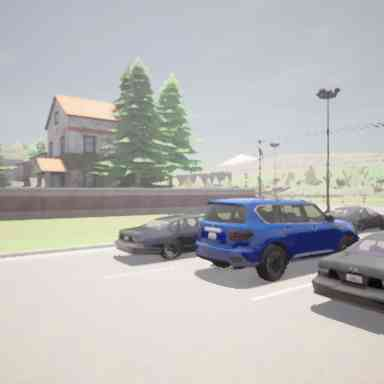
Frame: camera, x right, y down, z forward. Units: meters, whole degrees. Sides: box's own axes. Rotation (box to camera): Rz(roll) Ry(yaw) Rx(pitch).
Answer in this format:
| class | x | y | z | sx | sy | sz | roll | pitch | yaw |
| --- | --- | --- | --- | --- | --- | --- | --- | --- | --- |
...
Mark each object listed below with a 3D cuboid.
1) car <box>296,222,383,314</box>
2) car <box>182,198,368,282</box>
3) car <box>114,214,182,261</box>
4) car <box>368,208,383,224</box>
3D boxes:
| class | x | y | z | sx | sy | sz | roll | pitch | yaw |
| --- | --- | --- | --- | --- | --- | --- | --- | --- | --- |
| car | 4.844 | 1.539 | 7.213 | 5.357 | 1.411 | 2.033 | 0 | 0 | -36 |
| car | 2.698 | 1.211 | 9.976 | 5.566 | 2.045 | 2.150 | 0 | 0 | -35 |
| car | -0.090 | 1.541 | 12.285 | 5.357 | 1.411 | 2.033 | 0 | 0 | -35 |
| car | 9.389 | 1.528 | 19.049 | 5.357 | 1.411 | 2.033 | 0 | 0 | -36 |
